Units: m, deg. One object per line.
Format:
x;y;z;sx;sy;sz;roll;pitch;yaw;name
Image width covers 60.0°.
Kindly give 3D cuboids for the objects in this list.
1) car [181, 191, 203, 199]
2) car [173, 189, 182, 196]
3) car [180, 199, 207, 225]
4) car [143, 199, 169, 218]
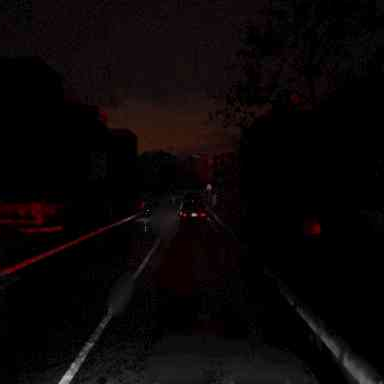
0.099;1.127;40.047;2.150;2.045;5.566;0;1;0;car
-3.002;0.043;69.825;1.882;1.535;5.008;0;4;0;car
0.103;1.498;23.484;2.033;1.411;5.357;0;0;0;car
-3.096;1.443;29.510;1.837;1.490;4.892;0;0;0;car
